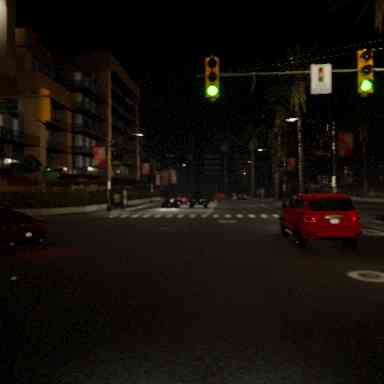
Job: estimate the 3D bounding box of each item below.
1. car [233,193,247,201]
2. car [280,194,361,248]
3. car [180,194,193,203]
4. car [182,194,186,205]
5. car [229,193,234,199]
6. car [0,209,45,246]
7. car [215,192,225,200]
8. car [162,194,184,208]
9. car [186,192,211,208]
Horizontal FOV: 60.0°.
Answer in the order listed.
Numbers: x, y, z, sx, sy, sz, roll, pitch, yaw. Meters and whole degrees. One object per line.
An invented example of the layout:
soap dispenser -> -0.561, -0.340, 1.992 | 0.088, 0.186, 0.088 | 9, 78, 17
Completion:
car -> 10.219, 1.129, 68.772 | 1.895, 1.301, 4.718 | -1, 0, 2
car -> 5.226, 1.095, 14.253 | 2.150, 2.045, 5.566 | -1, 0, 5
car -> -0.897, 1.183, 61.573 | 1.837, 1.490, 4.892 | -1, 0, 5
car -> -1.856, 1.093, 51.554 | 2.097, 1.767, 4.553 | -1, 0, 5
car -> 10.028, 1.006, 79.069 | 2.128, 1.511, 4.902 | -1, 0, -6
car -> -8.318, 1.481, 13.981 | 5.008, 1.535, 1.882 | 0, -1, 32
car -> 6.482, 0.867, 79.457 | 2.097, 1.767, 4.553 | -1, 0, -6
car -> -2.651, 1.357, 43.220 | 1.994, 1.385, 4.181 | -1, 0, 5
car -> 0.902, 0.978, 43.637 | 2.150, 2.045, 5.566 | -1, 0, 5
